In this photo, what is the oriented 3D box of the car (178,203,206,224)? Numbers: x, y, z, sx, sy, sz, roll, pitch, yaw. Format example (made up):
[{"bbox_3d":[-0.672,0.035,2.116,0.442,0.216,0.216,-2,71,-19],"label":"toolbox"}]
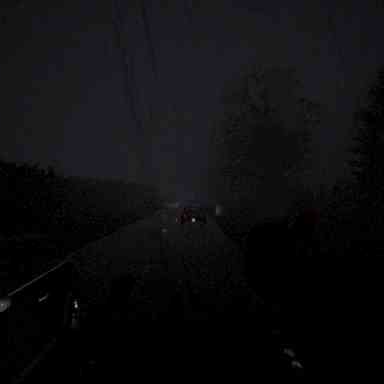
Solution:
[{"bbox_3d":[0.109,1.779,26.502,1.895,1.301,4.718,0,0,0],"label":"car"}]

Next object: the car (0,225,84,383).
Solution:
[{"bbox_3d":[-2.850,1.380,3.632,2.097,1.767,4.553,0,0,0],"label":"car"}]

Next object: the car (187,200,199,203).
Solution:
[{"bbox_3d":[0.114,1.741,42.009,1.882,1.535,5.008,0,0,0],"label":"car"}]

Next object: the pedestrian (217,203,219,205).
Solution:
[{"bbox_3d":[2.835,1.810,36.226,0.375,1.300,0.375,0,0,0],"label":"pedestrian"}]

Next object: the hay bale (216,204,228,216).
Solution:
[{"bbox_3d":[3.139,1.881,35.105,1.220,1.180,1.240,0,0,0],"label":"hay bale"}]

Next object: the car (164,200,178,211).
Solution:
[{"bbox_3d":[-2.823,1.809,45.672,1.812,1.442,4.674,0,0,0],"label":"car"}]
